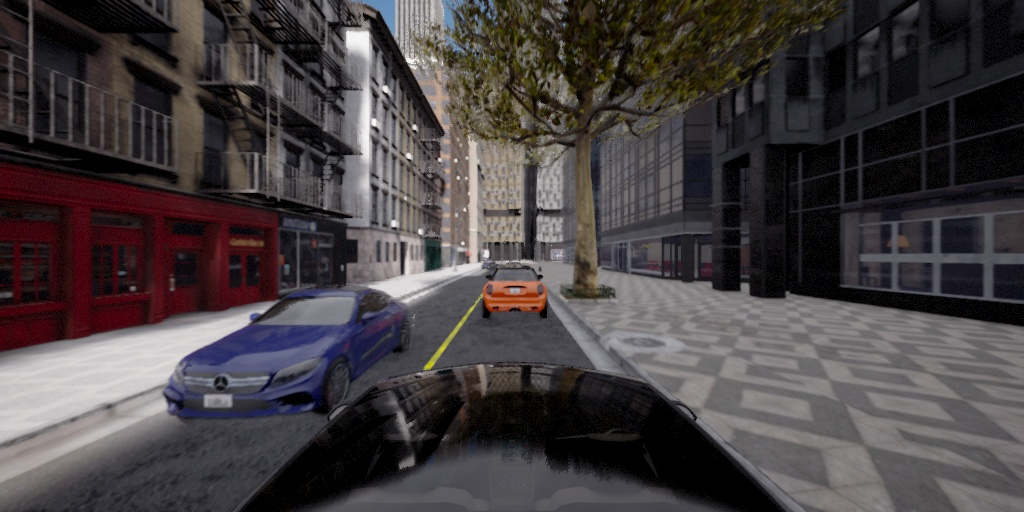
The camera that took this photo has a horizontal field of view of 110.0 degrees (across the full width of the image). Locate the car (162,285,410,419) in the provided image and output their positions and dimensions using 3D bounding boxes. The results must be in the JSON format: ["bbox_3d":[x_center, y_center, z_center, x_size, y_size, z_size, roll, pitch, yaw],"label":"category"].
[{"bbox_3d":[-3.102,1.274,6.114,1.812,1.442,4.674,0,0,0],"label":"car"}]

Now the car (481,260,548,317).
[{"bbox_3d":[0.097,1.092,13.196,2.097,1.767,4.553,0,0,0],"label":"car"}]

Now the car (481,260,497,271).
[{"bbox_3d":[-3.088,1.226,49.306,1.994,1.385,4.181,0,0,0],"label":"car"}]
